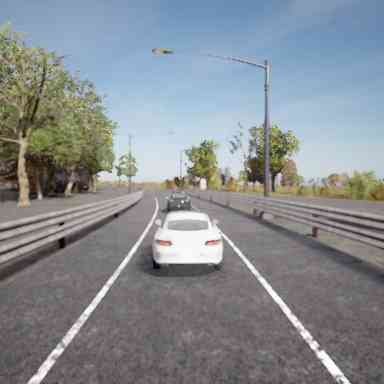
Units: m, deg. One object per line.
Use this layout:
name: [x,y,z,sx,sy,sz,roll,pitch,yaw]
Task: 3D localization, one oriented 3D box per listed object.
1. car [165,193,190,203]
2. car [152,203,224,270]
car: [-1.160,0.806,27.768,2.128,1.511,4.902,0,1,-4]
car: [-0.150,1.280,9.993,1.812,1.442,4.674,0,2,-2]
